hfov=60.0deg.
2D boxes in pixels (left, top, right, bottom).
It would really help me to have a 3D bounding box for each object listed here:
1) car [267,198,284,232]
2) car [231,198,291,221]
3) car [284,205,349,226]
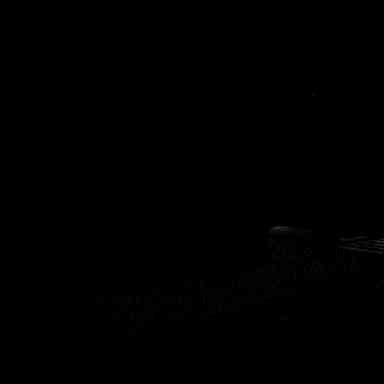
[{"bbox_3d":[2.675,1.372,20.040,2.192,1.841,5.009,1,0,-35],"label":"car"},{"bbox_3d":[5.919,1.451,29.316,2.192,1.841,5.009,1,0,-35],"label":"car"},{"bbox_3d":[9.114,1.666,24.828,1.752,1.417,4.829,1,0,-35],"label":"car"}]
